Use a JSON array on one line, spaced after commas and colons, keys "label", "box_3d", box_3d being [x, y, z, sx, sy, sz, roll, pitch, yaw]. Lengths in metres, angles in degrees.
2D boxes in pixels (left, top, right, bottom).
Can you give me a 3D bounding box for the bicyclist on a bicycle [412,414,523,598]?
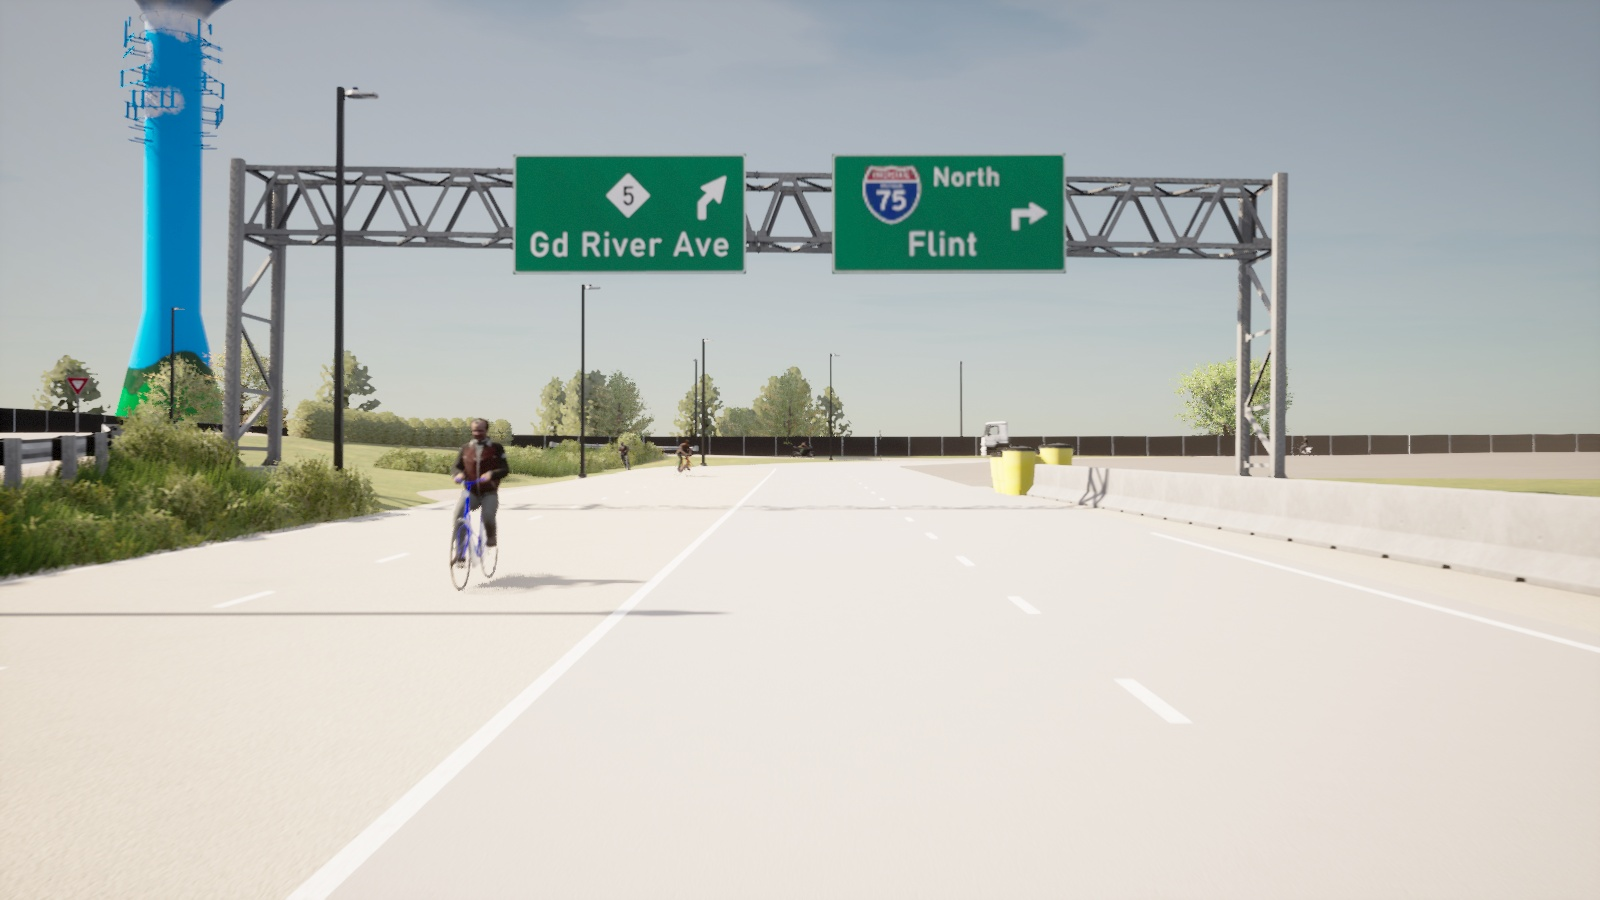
[{"label": "bicyclist on a bicycle", "box_3d": [-3.409, 0.536, 13.031, 0.659, 1.776, 1.843, 0, 0, 0]}]
